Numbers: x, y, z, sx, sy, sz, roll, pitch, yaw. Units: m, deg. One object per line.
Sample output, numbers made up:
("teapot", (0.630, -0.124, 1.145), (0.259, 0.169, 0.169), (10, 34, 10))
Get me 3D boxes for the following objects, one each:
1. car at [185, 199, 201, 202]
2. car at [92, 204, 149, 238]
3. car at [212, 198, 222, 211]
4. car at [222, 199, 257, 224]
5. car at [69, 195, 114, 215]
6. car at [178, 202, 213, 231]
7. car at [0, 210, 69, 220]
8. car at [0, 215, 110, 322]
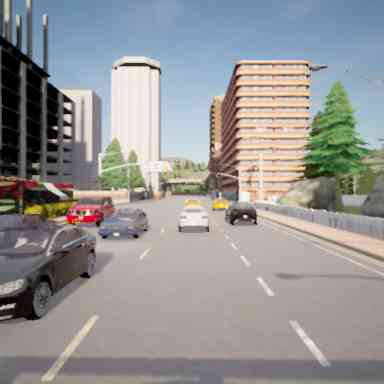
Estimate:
("car", (0.108, 1.557, 40.863), (1.882, 1.535, 5.008), (0, 0, 0))
("car", (-3.496, 1.583, 18.083), (2.033, 1.411, 5.357), (0, 0, 0))
("car", (3.611, 1.561, 42.884), (1.882, 1.535, 5.008), (0, 0, 0))
("car", (3.610, 1.526, 24.993), (1.882, 1.535, 5.008), (0, 0, 0))
("car", (-6.990, 1.269, 23.674), (2.150, 2.045, 5.566), (0, 0, 0))
("car", (0.108, 1.566, 20.764), (1.812, 1.442, 4.674), (0, 0, 0))
("car", (-7.044, 1.574, 13.186), (2.033, 1.411, 5.357), (0, 0, 0))
("car", (-3.577, 1.507, 7.453), (2.128, 1.511, 4.902), (0, 0, 0))
